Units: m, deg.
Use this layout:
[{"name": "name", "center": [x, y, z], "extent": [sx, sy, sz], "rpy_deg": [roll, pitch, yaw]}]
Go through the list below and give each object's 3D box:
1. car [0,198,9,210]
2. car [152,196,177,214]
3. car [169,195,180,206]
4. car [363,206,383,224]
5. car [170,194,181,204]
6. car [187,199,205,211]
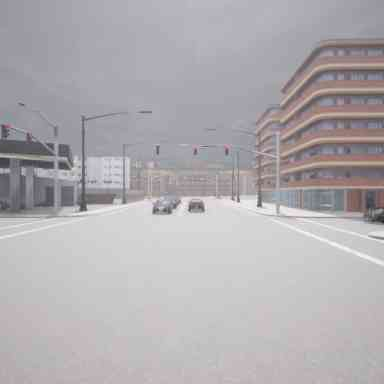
[{"name": "car", "center": [-23.937, 1.452, 39.397], "extent": [3.806, 1.475, 1.970], "rpy_deg": [0, 0, 1]}, {"name": "car", "center": [-3.070, 1.488, 35.201], "extent": [2.128, 1.511, 4.902], "rpy_deg": [0, 0, 0]}, {"name": "car", "center": [-3.126, 1.348, 44.919], "extent": [2.097, 1.767, 4.553], "rpy_deg": [0, 0, 0]}, {"name": "car", "center": [14.727, 1.350, 23.648], "extent": [4.553, 1.767, 2.097], "rpy_deg": [0, 0, 1]}, {"name": "car", "center": [-3.198, 1.346, 65.091], "extent": [2.097, 1.767, 4.553], "rpy_deg": [0, 0, 0]}, {"name": "car", "center": [0.528, 1.522, 40.278], "extent": [1.812, 1.442, 4.674], "rpy_deg": [0, 0, 0]}]
